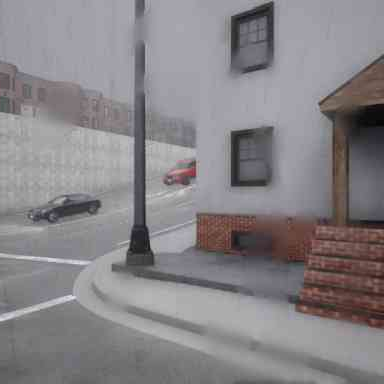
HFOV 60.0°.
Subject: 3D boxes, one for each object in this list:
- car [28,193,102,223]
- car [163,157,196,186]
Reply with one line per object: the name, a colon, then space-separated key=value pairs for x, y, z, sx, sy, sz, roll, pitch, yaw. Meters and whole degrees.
car: x=-7.849 y=0.873 z=20.868 sx=1.812 sy=1.442 sz=4.674 roll=0 pitch=7 yaw=35
car: x=-0.481 y=-1.981 z=31.404 sx=2.150 sy=2.045 sz=5.566 roll=0 pitch=14 yaw=35
